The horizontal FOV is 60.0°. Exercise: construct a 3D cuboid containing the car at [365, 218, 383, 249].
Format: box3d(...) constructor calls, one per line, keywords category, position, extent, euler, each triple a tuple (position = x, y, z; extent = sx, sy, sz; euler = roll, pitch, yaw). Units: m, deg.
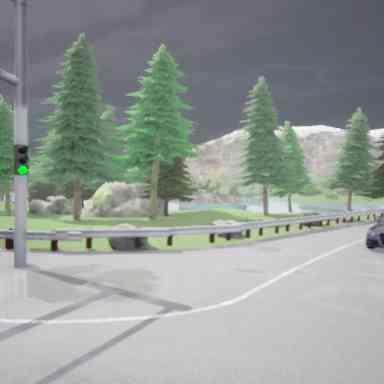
box3d(category="car", position=(8.474, 1.552, 13.302), extent=(1.994, 1.385, 4.181), euler=(1, 0, 43))
